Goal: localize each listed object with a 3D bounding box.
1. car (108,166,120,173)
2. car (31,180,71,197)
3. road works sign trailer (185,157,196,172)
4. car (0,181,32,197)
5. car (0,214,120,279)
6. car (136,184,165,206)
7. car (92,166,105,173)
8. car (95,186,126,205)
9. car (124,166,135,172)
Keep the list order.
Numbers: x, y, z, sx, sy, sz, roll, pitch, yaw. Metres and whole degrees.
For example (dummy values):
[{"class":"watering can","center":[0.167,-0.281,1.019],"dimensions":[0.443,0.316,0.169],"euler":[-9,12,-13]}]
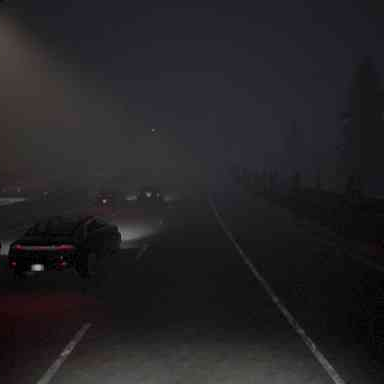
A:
[{"class":"car","center":[-17.723,-5.213,75.424],"dimensions":[1.837,1.490,4.892],"euler":[0,7,0]},{"class":"car","center":[-14.195,-0.412,34.585],"dimensions":[2.128,1.511,4.902],"euler":[0,7,0]},{"class":"road works sign trailer","center":[-0.186,-6.875,83.074],"dimensions":[2.380,3.560,2.880],"euler":[0,5,3]},{"class":"car","center":[-17.695,-0.380,34.607],"dimensions":[1.812,1.442,4.674],"euler":[0,7,0]},{"class":"car","center":[-3.445,1.404,9.840],"dimensions":[2.128,1.511,4.902],"euler":[0,2,0]},{"class":"car","center":[-3.491,0.080,28.805],"dimensions":[2.097,1.767,4.553],"euler":[0,6,0]},{"class":"car","center":[-21.223,-5.234,75.411],"dimensions":[1.882,1.535,5.008],"euler":[0,7,0]},{"class":"car","center":[-6.991,0.222,28.949],"dimensions":[1.837,1.490,4.892],"euler":[0,6,0]},{"class":"car","center":[-14.224,-5.256,75.988],"dimensions":[2.033,1.411,5.357],"euler":[0,7,0]}]
